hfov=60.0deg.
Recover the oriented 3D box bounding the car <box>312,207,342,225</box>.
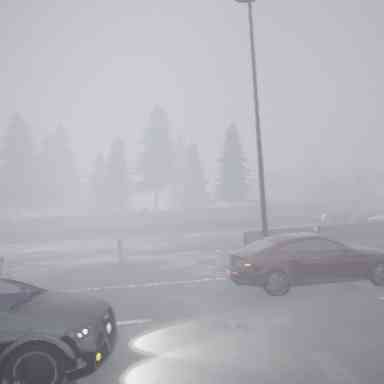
[{"bbox_3d":[14.064,2.308,32.626,4.553,1.767,2.097,-3,-3,-13],"label":"car"}]

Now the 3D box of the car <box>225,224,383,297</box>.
[{"bbox_3d":[3.243,1.856,9.203,4.674,1.442,1.812,-3,-3,-7],"label":"car"}]

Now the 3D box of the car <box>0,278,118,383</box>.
[{"bbox_3d":[-3.298,2.048,5.038,4.181,1.385,1.994,-3,-3,-5],"label":"car"}]

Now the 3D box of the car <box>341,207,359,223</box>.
[{"bbox_3d":[16.368,2.151,29.549,4.902,1.511,2.128,-3,-3,-13],"label":"car"}]

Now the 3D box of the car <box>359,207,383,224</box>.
[{"bbox_3d":[15.900,2.016,25.866,4.674,1.442,1.812,-3,-3,-13],"label":"car"}]
